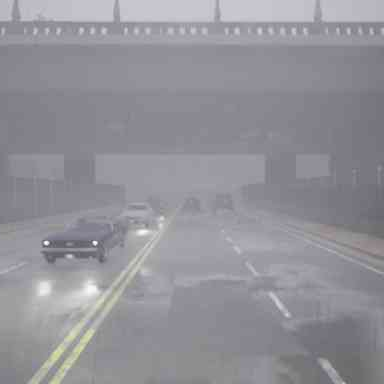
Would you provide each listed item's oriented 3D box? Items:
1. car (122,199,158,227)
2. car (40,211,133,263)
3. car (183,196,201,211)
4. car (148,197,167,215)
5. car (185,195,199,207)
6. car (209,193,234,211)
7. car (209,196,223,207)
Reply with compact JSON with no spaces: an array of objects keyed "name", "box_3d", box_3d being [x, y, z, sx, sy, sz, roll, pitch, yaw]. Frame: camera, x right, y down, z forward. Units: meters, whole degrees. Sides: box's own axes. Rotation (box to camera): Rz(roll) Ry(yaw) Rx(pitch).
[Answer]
[{"name":"car","box_3d":[-3.583,1.464,22.247,1.812,1.442,4.674,0,0,0]},{"name":"car","box_3d":[-3.592,1.579,11.998,1.895,1.301,4.718,0,0,0]},{"name":"car","box_3d":[-0.008,1.228,38.845,2.097,1.767,4.553,0,0,0]},{"name":"car","box_3d":[-3.572,1.252,32.386,2.097,1.767,4.553,0,0,0]},{"name":"car","box_3d":[-0.006,1.312,49.355,1.882,1.535,5.008,0,1,0]},{"name":"car","box_3d":[3.493,1.102,38.169,2.150,2.045,5.566,0,0,0]},{"name":"car","box_3d":[3.493,1.362,49.268,1.812,1.442,4.674,0,0,0]}]
